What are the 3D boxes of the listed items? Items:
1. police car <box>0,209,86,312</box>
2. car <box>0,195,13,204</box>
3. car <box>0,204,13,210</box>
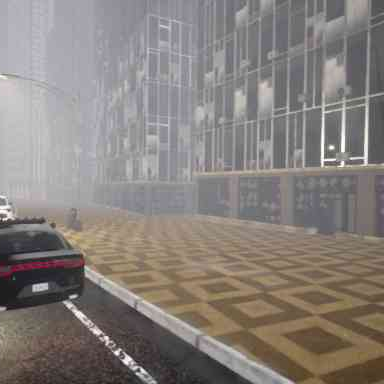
[{"bbox_3d":[-4.074,1.426,7.802,1.930,1.638,5.238,0,0,-35],"label":"police car"},{"bbox_3d":[-12.544,1.230,20.812,2.150,2.045,5.566,0,0,-31],"label":"car"},{"bbox_3d":[-9.439,1.530,15.816,1.812,1.442,4.674,0,0,-33],"label":"car"}]
